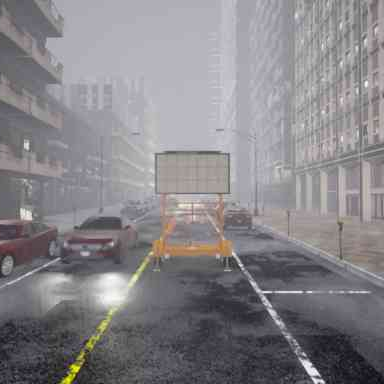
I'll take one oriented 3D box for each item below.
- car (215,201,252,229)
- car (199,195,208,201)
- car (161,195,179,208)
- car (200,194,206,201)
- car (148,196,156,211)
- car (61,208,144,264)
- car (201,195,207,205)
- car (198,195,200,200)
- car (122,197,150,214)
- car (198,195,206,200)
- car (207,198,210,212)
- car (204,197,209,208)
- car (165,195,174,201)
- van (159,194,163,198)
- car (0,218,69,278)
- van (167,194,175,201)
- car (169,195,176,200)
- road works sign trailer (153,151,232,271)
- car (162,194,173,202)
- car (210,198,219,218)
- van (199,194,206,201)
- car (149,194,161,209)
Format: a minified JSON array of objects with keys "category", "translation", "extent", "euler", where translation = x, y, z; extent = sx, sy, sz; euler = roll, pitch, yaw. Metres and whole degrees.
[{"category":"car","translation":[2.737,1.551,21.368],"extent":[1.887,1.381,4.507],"euler":[1,0,0]},{"category":"car","translation":[2.835,1.452,82.396],"extent":[1.967,1.590,4.097],"euler":[1,0,0]},{"category":"car","translation":[-2.927,1.536,47.573],"extent":[1.812,1.442,4.674],"euler":[0,0,0]},{"category":"car","translation":[2.799,1.537,60.374],"extent":[1.752,1.417,4.829],"euler":[1,0,0]},{"category":"car","translation":[-5.617,1.555,37.950],"extent":[1.887,1.381,4.507],"euler":[1,0,0]},{"category":"car","translation":[-3.083,1.529,11.932],"extent":[1.812,1.442,4.674],"euler":[0,0,0]},{"category":"car","translation":[2.780,1.561,49.108],"extent":[2.008,1.369,4.403],"euler":[1,0,0]},{"category":"car","translation":[2.815,1.594,71.300],"extent":[1.802,1.307,4.206],"euler":[1,0,0]},{"category":"car","translation":[-5.624,1.450,32.402],"extent":[1.967,1.590,4.097],"euler":[1,0,0]},{"category":"car","translation":[2.850,1.576,93.492],"extent":[1.947,1.339,4.313],"euler":[1,0,0]},{"category":"car","translation":[2.754,1.554,32.464],"extent":[1.887,1.381,4.507],"euler":[1,0,0]},{"category":"car","translation":[2.763,1.555,38.013],"extent":[1.887,1.381,4.507],"euler":[1,0,0]},{"category":"car","translation":[-5.557,1.537,82.153],"extent":[1.752,1.417,4.829],"euler":[1,0,0]},{"category":"van","translation":[-5.596,1.352,49.044],"extent":[1.690,1.788,3.998],"euler":[1,0,0]},{"category":"car","translation":[-5.661,1.548,10.216],"extent":[1.887,1.381,4.507],"euler":[1,0,0]},{"category":"van","translation":[-5.509,1.352,87.870],"extent":[1.690,1.788,3.998],"euler":[1,0,0]},{"category":"car","translation":[-5.497,1.535,93.246],"extent":[1.752,1.417,4.829],"euler":[1,0,0]},{"category":"road works sign trailer","translation":[0.015,0.468,10.849],"extent":[2.380,3.560,2.880],"euler":[0,0,0]},{"category":"car","translation":[-5.555,1.327,76.777],"extent":[2.192,1.841,5.009],"euler":[1,0,0]},{"category":"car","translation":[2.747,1.449,26.916],"extent":[1.967,1.590,4.097],"euler":[1,0,0]},{"category":"van","translation":[2.846,1.352,87.944],"extent":[1.690,1.788,3.998],"euler":[1,0,0]},{"category":"car","translation":[-5.606,1.451,43.497],"extent":[1.967,1.590,4.097],"euler":[1,0,0]}]
